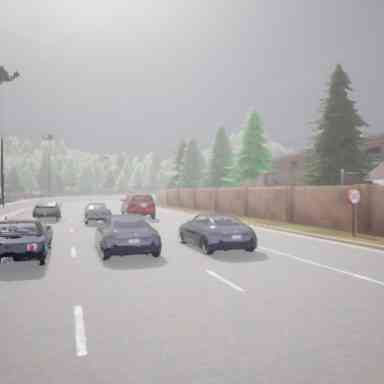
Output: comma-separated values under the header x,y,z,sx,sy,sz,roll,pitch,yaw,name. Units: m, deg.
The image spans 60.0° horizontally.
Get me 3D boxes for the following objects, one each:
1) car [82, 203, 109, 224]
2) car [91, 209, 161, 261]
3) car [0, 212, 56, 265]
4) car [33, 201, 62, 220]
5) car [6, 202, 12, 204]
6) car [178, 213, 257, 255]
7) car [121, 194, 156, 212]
x,y,z,sx,sy,sz,roll,pitch,yaw,name
-6.990,1.489,24.353,2.033,1.411,5.357,0,0,-20,car
-2.518,1.532,12.425,1.994,1.385,4.181,0,0,-20,car
-5.810,1.573,11.230,1.895,1.301,4.718,0,0,-20,car
-11.545,1.427,26.618,2.128,1.511,4.902,0,0,-20,car
-25.425,1.452,44.975,1.994,1.385,4.181,0,0,-15,car
0.855,1.532,13.389,1.994,1.385,4.181,0,0,-20,car
-4.622,1.158,28.075,2.150,2.045,5.566,0,0,-20,car
